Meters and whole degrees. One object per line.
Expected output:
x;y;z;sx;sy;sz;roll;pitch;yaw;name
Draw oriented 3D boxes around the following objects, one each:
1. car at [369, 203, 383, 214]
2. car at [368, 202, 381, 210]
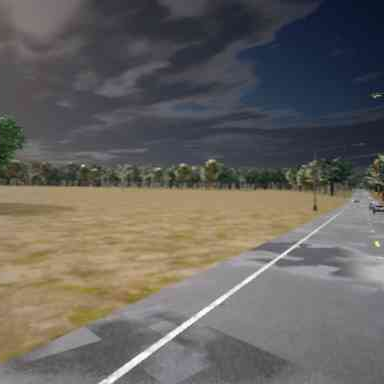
27.742;2.453;49.097;2.128;1.511;4.902;0;-1;27;car
35.608;2.756;64.897;2.033;1.411;5.357;0;-1;27;car
